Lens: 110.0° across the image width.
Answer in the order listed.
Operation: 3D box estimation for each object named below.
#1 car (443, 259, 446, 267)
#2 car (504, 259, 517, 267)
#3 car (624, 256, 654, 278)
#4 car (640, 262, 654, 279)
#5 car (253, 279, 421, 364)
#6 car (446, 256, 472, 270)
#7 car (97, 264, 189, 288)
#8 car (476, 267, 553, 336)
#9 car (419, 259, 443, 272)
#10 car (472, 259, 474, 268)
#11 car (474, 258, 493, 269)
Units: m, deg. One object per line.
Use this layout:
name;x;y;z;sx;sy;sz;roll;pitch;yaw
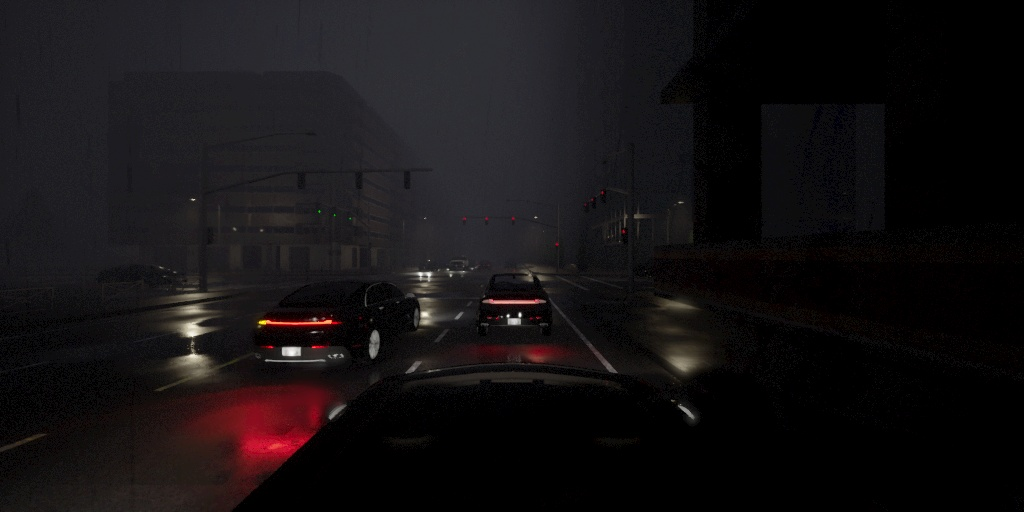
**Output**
car;-10.917;1.227;58.835;1.882;1.535;5.008;0;0;1
car;-0.235;1.275;58.032;1.812;1.442;4.674;0;0;0
car;13.644;1.026;34.368;5.566;2.045;2.150;0;0;0
car;13.897;1.406;30.868;4.718;1.301;1.895;0;0;0
car;-3.450;1.255;8.061;1.837;1.490;4.892;0;0;0
car;-7.481;0.971;51.106;2.150;2.045;5.566;0;0;0
car;-24.323;1.294;23.742;4.902;1.511;2.128;0;0;0
car;0.060;1.241;10.381;2.128;1.511;4.902;0;0;0
car;-10.968;1.241;47.500;2.128;1.511;4.902;0;0;0
car;-7.346;1.296;63.346;2.033;1.411;5.357;0;0;1
car;-3.786;1.297;51.234;2.033;1.411;5.357;0;0;0
